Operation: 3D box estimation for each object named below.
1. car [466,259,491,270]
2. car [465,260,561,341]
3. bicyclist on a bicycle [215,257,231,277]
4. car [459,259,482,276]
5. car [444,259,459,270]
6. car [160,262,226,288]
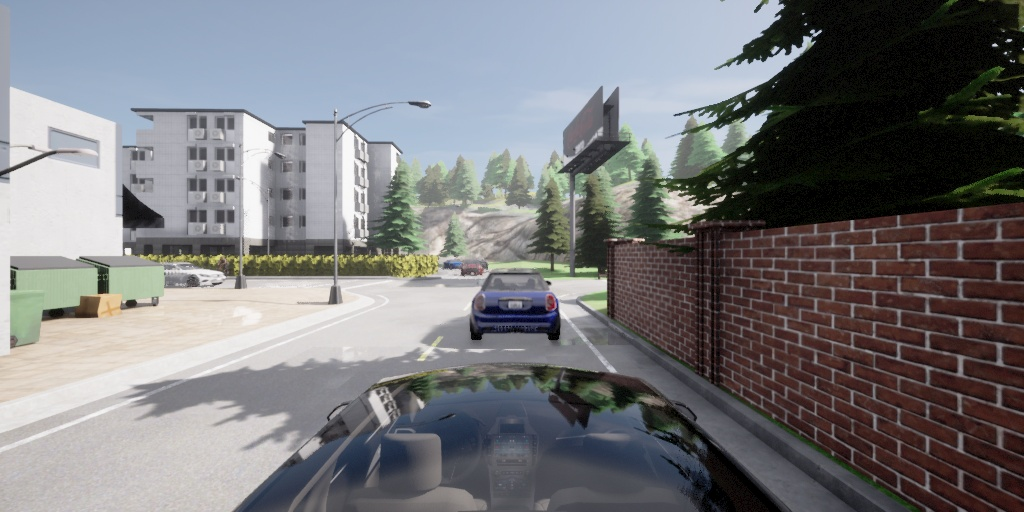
[{"bbox_3d":[-5.120,1.241,53.636,2.128,1.511,4.902,0,0,-25],"label":"car"},{"bbox_3d":[0.080,1.101,10.055,2.097,1.767,4.553,0,0,0],"label":"car"},{"bbox_3d":[-23.048,0.874,28.593,0.582,1.620,1.656,0,0,-1],"label":"bicyclist on a bicycle"},{"bbox_3d":[-4.116,1.104,36.774,2.097,1.767,4.553,0,0,-8],"label":"car"},{"bbox_3d":[-8.475,1.227,52.080,1.882,1.535,5.008,0,0,-27],"label":"car"},{"bbox_3d":[-19.668,1.099,21.176,4.674,1.442,1.812,0,0,-1],"label":"car"}]
